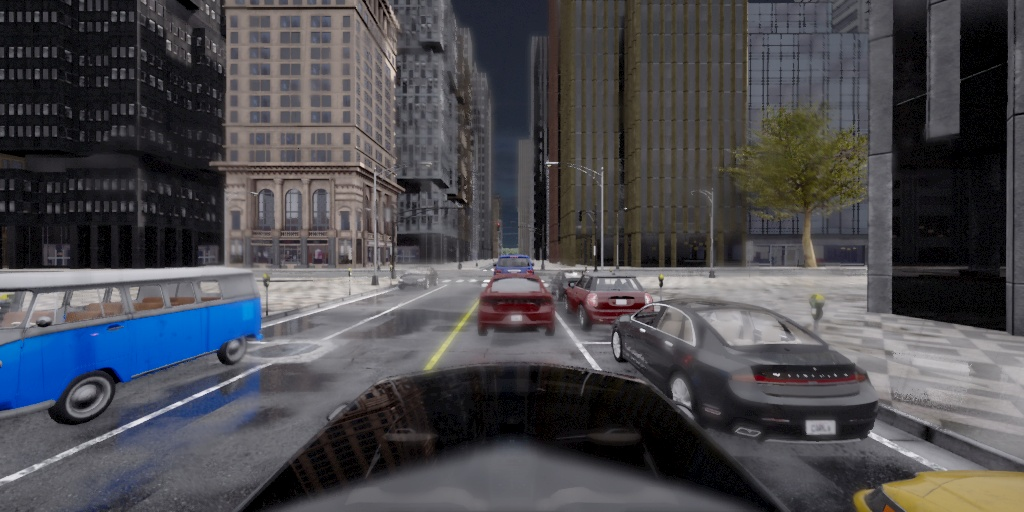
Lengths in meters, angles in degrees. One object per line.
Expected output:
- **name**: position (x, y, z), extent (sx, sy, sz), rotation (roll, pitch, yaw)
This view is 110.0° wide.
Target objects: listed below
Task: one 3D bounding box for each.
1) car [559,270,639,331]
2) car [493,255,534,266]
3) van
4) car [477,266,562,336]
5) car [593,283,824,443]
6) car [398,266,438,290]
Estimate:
- **car**: position (2.778, 1.188, 11.031), extent (1.967, 1.591, 4.097), rotation (0, 0, 0)
- **car**: position (0.105, 0.967, 20.301), extent (2.150, 2.045, 5.566), rotation (0, 0, 0)
- **van**: position (-5.756, 1.091, 5.402), extent (1.690, 1.789, 3.998), rotation (0, 0, 0)
- **car**: position (0.107, 1.226, 10.417), extent (1.882, 1.535, 5.008), rotation (0, 0, 0)
- **car**: position (2.769, 1.300, 5.390), extent (2.007, 1.370, 4.403), rotation (0, 0, 0)
- **car**: position (-5.730, 1.296, 22.325), extent (2.007, 1.370, 4.403), rotation (0, 0, 0)
